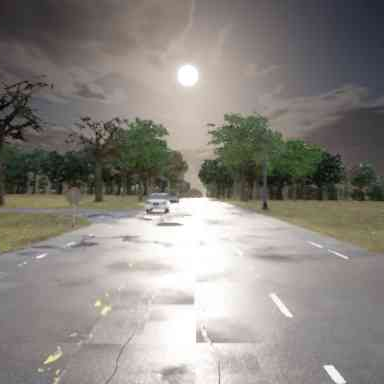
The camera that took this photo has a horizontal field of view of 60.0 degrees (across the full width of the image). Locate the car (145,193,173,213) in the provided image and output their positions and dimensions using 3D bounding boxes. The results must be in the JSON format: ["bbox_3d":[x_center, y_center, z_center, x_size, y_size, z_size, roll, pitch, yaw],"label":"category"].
[{"bbox_3d":[-3.465,1.120,34.633,2.150,2.045,5.566,1,-1,0],"label":"car"}]

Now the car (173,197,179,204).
[{"bbox_3d":[-3.508,1.595,63.916,1.994,1.385,4.181,0,0,0],"label":"car"}]
